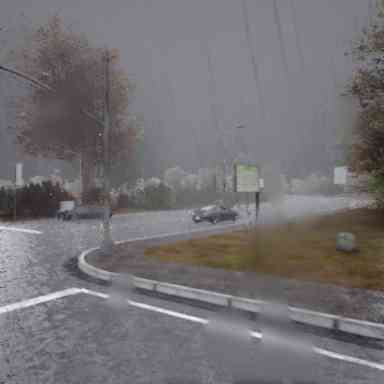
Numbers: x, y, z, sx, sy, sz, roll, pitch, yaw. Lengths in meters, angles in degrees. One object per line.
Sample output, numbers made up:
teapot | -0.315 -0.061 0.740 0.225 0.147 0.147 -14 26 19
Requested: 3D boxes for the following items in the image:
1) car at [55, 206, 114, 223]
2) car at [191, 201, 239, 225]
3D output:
car | -9.227 1.881 28.762 1.895 1.301 4.718 -1 0 39
car | 1.828 1.678 25.606 1.812 1.442 4.674 -1 0 39
